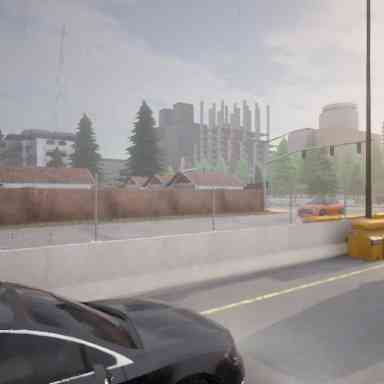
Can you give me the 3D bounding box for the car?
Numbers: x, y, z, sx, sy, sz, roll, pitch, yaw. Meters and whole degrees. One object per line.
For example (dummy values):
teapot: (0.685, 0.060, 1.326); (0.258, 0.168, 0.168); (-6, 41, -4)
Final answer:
car: (-1.736, 1.505, 2.508); (4.892, 1.490, 1.837); (0, 0, -36)
